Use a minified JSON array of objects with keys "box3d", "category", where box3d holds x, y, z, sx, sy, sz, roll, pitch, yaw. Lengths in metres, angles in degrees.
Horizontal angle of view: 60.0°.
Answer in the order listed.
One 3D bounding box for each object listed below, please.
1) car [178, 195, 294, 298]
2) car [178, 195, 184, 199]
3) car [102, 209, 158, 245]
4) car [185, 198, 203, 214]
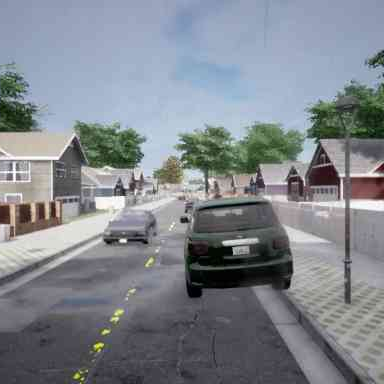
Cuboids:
[{"box3d":[0.902,1.143,8.673,2.150,2.045,5.566,-5,0,0],"category":"car"},{"box3d":[-2.473,1.412,83.593,2.033,1.411,5.357,0,0,0],"category":"car"},{"box3d":[-2.699,1.536,15.753,2.033,1.411,5.357,0,0,0],"category":"car"},{"box3d":[0.189,1.461,36.234,1.837,1.490,4.892,0,0,0],"category":"car"}]
